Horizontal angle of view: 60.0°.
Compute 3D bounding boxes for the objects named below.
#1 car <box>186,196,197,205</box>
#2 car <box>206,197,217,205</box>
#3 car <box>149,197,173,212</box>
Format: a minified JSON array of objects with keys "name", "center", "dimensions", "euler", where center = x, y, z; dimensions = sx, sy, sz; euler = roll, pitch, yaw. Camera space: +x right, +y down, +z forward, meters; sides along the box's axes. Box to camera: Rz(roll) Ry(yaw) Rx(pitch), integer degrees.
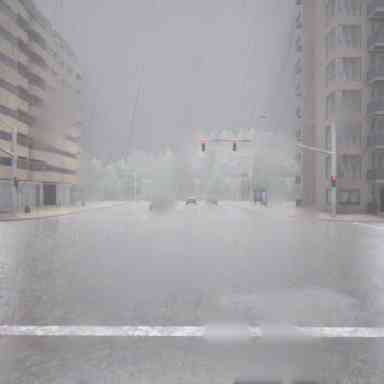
[{"name":"car","center":[-0.088,1.524,60.090],"dimensions":[1.812,1.442,4.674],"euler":[0,0,0]},{"name":"car","center":[3.546,1.546,59.453],"dimensions":[2.033,1.411,5.357],"euler":[0,0,2]},{"name":"car","center":[-3.655,1.351,38.356],"dimensions":[2.097,1.767,4.553],"euler":[0,0,0]}]
